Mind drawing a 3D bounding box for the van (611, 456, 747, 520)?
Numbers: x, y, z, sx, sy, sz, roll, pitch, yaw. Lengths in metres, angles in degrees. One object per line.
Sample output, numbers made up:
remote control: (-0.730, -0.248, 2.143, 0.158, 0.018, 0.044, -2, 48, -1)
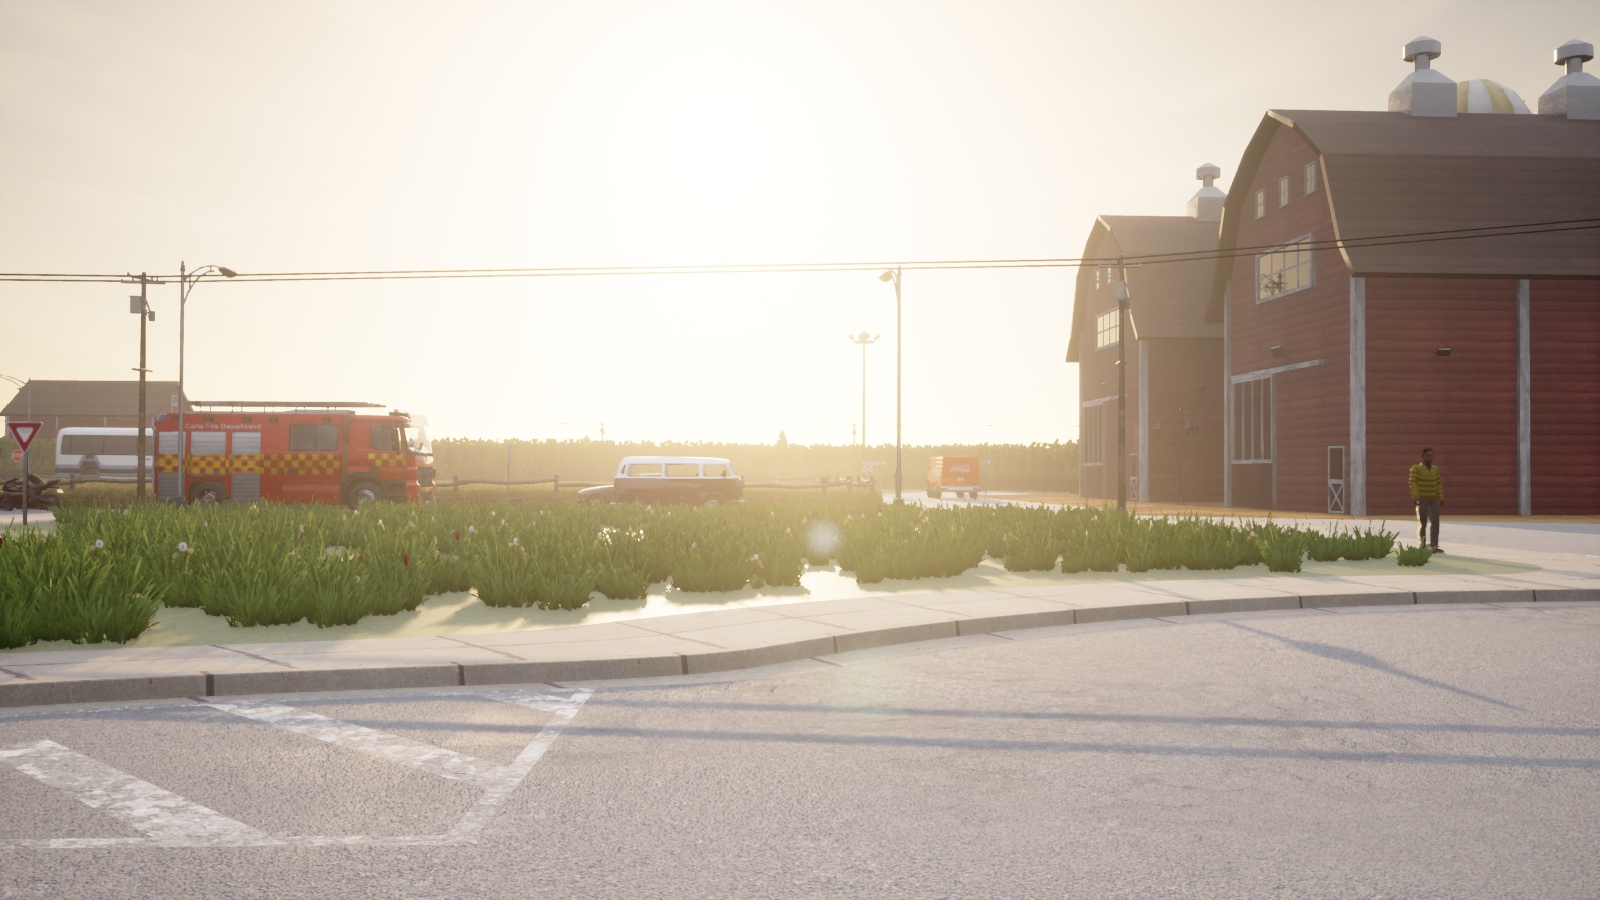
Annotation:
van: (-4.042, 1.270, 42.553, 4.480, 2.038, 2.069, -1, -1, -3)

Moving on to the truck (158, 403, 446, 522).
truck: (-16.461, 0.419, 41.975, 8.468, 3.827, 2.891, 0, -1, -3)

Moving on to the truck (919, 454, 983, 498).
truck: (8.797, 1.524, 73.519, 2.627, 2.467, 5.204, 0, -1, -6)

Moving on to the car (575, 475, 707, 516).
car: (-5.769, 1.633, 45.931, 4.674, 1.442, 1.812, 0, -1, -3)

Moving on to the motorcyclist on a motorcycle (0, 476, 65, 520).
motorcyclist on a motorcycle: (-27.667, 1.713, 44.950, 2.191, 1.530, 0.866, 0, -1, -3)

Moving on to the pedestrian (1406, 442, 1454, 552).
pedestrian: (10.726, 0.785, 21.387, 0.431, 1.840, 0.709, 0, -1, -2)
